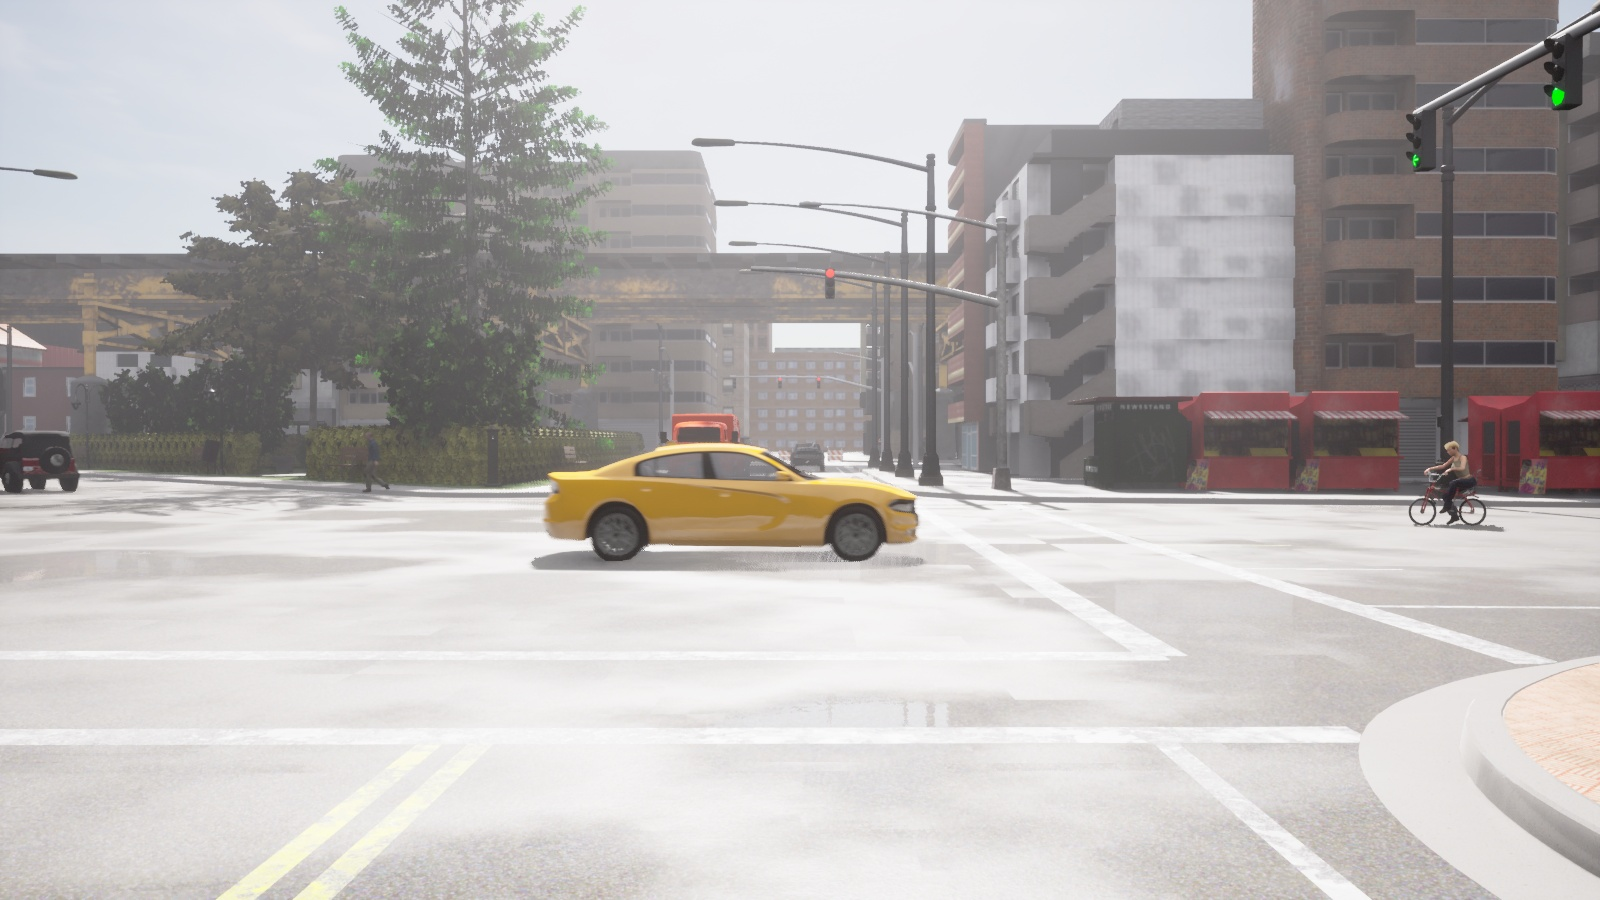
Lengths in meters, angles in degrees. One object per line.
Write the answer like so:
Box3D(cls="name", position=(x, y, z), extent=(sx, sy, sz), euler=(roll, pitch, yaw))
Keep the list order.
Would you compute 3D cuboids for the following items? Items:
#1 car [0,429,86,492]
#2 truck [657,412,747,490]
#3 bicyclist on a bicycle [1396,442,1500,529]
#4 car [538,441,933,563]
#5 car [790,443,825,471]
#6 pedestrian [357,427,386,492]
Box3D(cls="car", position=(-24.126, 0.302, 39.171), extent=(3.866, 1.878, 1.905), euler=(0, 0, 38))
Box3D(cls="truck", position=(-3.240, 0.017, 42.607), extent=(2.627, 2.467, 5.204), euler=(0, 0, 0))
Box3D(cls="bicyclist on a bicycle", position=(12.324, 0.658, 23.903), extent=(1.509, 1.612, 0.866), euler=(1, 0, -1))
Box3D(cls="car", position=(-0.824, 0.652, 16.871), extent=(5.008, 1.535, 1.882), euler=(0, 0, 0))
Box3D(cls="car", position=(0.406, 0.366, 68.269), extent=(1.837, 1.490, 4.892), euler=(0, 0, 0))
Box3D(cls="pedestrian", position=(-12.305, 0.278, 36.066), extent=(0.726, 1.842, 0.402), euler=(0, 0, -11))
